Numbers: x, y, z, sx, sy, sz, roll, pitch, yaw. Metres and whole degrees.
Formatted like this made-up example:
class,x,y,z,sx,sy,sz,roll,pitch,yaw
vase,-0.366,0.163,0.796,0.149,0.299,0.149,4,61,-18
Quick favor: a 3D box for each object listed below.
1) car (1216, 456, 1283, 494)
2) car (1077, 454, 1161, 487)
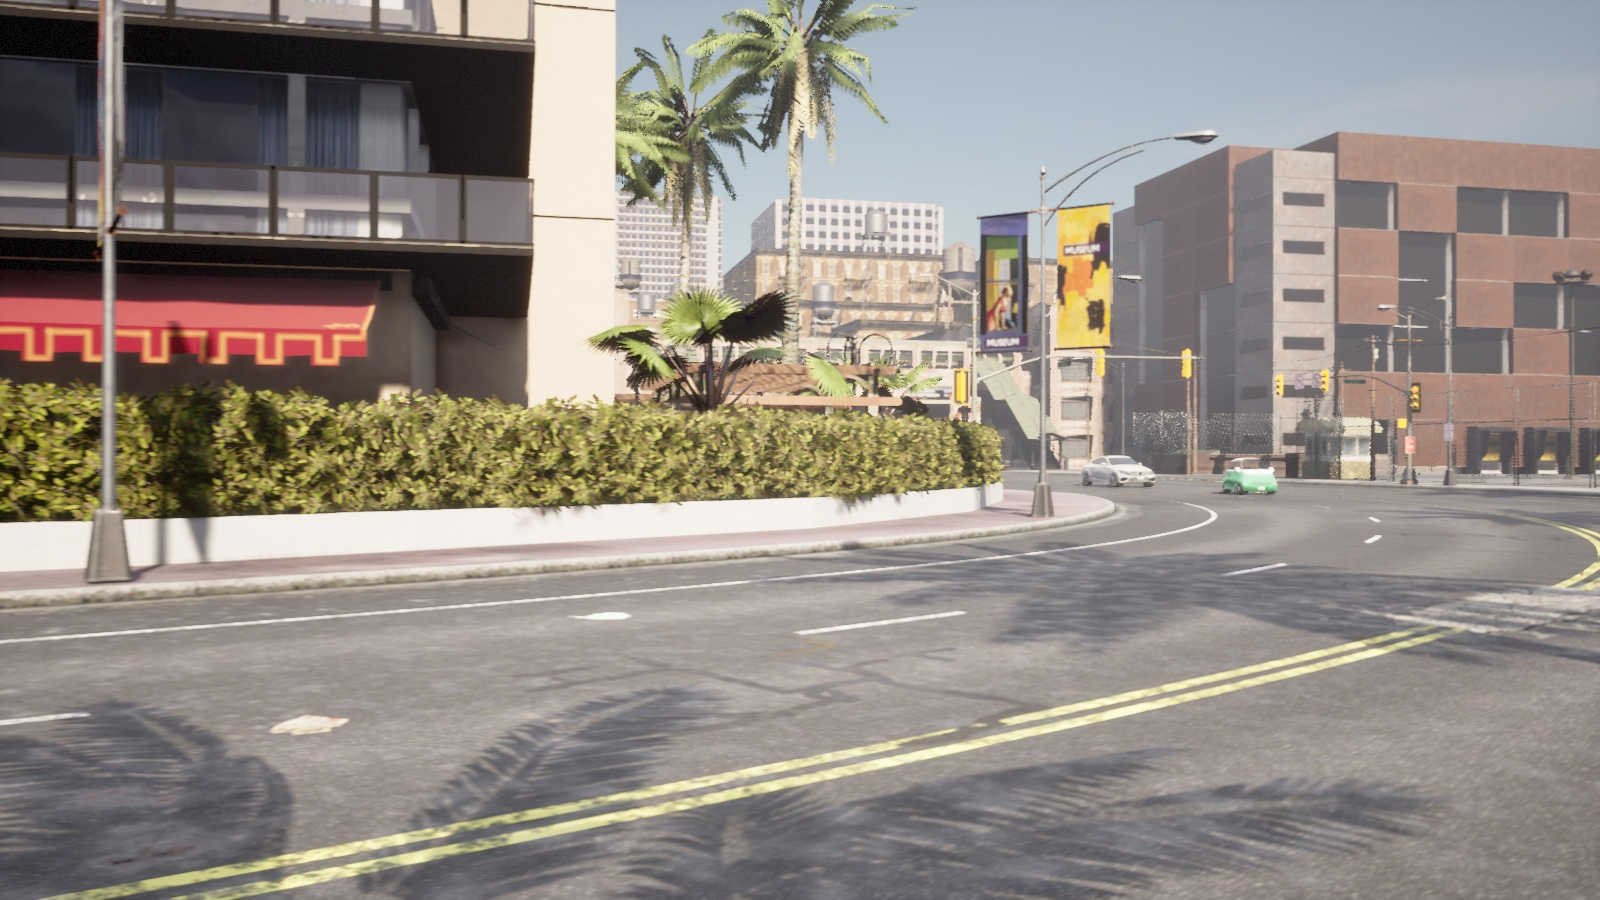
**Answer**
class,x,y,z,sx,sy,sz,roll,pitch,yaw
car,16.684,0.900,46.694,1.481,1.376,2.207,0,-1,-8
car,14.558,0.909,57.529,1.812,1.442,4.674,0,0,-12
